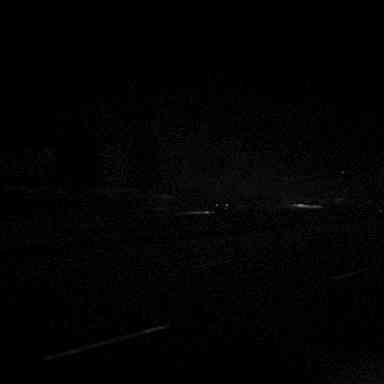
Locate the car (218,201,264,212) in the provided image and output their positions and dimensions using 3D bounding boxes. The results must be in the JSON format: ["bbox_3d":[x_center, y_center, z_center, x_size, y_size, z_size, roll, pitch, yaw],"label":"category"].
[{"bbox_3d":[4.856,1.871,31.173,1.812,1.442,4.674,0,-1,45],"label":"car"}]

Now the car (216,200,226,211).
[{"bbox_3d":[5.308,1.862,47.054,2.097,1.767,4.553,0,-1,41],"label":"car"}]

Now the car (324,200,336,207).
[{"bbox_3d":[28.888,2.344,69.628,1.882,1.535,5.008,0,-1,28],"label":"car"}]

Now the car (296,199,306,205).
[{"bbox_3d":[26.780,2.515,81.755,1.994,1.385,4.181,0,-1,24],"label":"car"}]

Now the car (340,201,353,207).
[{"bbox_3d":[29.122,2.337,62.623,2.033,1.411,5.357,0,-1,30],"label":"car"}]

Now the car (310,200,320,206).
[{"bbox_3d":[28.481,2.491,76.850,1.994,1.385,4.181,0,-1,26],"label":"car"}]

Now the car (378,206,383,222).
[{"bbox_3d":[18.287,1.754,29.727,2.097,1.767,4.553,0,-1,42],"label":"car"}]
